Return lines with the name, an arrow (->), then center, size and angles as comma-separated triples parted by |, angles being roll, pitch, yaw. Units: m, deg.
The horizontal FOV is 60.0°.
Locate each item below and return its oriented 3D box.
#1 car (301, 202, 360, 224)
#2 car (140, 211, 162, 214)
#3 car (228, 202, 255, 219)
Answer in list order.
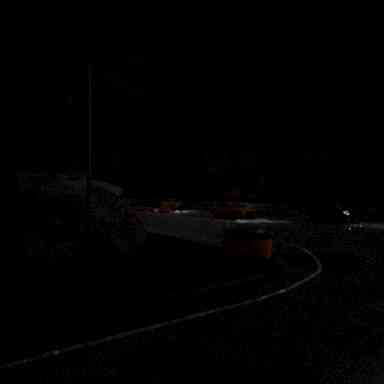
car -> 11.505, 1.636, 27.763 | 2.097, 1.767, 4.553 | 0, 0, -36
car -> -3.547, 1.598, 30.607 | 2.097, 1.767, 4.553 | 0, 0, -36
car -> 3.902, 1.749, 32.264 | 1.882, 1.535, 5.008 | 0, 0, -36
